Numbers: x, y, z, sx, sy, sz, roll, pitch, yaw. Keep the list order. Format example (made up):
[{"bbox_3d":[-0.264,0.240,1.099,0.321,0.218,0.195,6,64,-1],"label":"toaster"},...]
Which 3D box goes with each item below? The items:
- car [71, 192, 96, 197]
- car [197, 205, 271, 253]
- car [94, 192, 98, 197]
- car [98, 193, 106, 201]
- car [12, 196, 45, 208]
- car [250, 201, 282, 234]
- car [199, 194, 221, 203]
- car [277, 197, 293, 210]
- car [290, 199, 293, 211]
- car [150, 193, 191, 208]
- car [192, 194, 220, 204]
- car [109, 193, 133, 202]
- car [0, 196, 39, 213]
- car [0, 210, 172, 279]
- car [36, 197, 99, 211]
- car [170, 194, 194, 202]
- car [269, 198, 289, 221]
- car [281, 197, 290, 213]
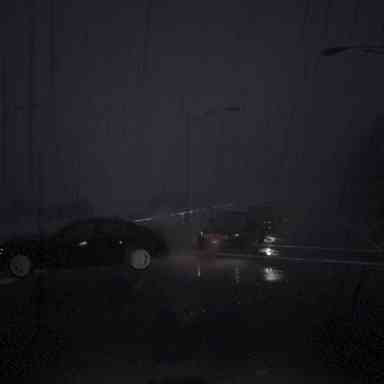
[{"bbox_3d":[-18.496,1.248,53.734,4.514,1.523,2.007,0,0,18],"label":"car"},{"bbox_3d":[1.804,1.514,13.906,1.812,1.442,4.674,0,0,24],"label":"car"},{"bbox_3d":[-21.896,1.298,67.982,3.806,1.475,1.970,0,0,18],"label":"car"},{"bbox_3d":[-20.256,1.013,70.938,3.866,1.878,1.905,0,0,18],"label":"car"},{"bbox_3d":[-21.725,1.273,44.277,3.633,1.501,1.845,0,0,18],"label":"car"},{"bbox_3d":[3.947,1.490,19.316,1.837,1.490,4.892,0,0,19],"label":"car"},{"bbox_3d":[3.367,1.201,62.977,3.806,1.475,1.970,0,0,18],"label":"car"},{"bbox_3d":[12.515,1.482,44.744,1.837,1.490,4.892,0,0,19],"label":"car"},{"bbox_3d":[9.764,1.543,36.568,1.994,1.385,4.181,0,0,19],"label":"car"},{"bbox_3d":[-2.992,1.074,41.781,4.605,1.855,1.932,0,0,18],"label":"car"},{"bbox_3d":[1.626,1.125,56.792,5.027,1.636,2.152,0,0,18],"label":"car"},{"bbox_3d":[-13.848,1.045,65.313,4.605,1.855,1.932,0,0,18],"label":"car"},{"bbox_3d":[-15.134,1.356,29.404,3.806,1.475,1.970,0,0,18],"label":"car"},{"bbox_3d":[-3.095,1.475,9.893,5.008,1.535,1.882,0,0,-17],"label":"car"},{"bbox_3d":[-9.052,1.356,24.212,3.633,1.501,1.845,0,0,18],"label":"car"},{"bbox_3d":[-2.145,1.257,68.698,4.514,1.523,2.007,0,0,18],"label":"car"},{"bbox_3d":[5.854,1.474,24.963,2.128,1.511,4.902,0,0,19],"label":"car"},{"bbox_3d":[7.728,1.486,30.528,1.837,1.490,4.892,0,0,19],"label":"car"}]
